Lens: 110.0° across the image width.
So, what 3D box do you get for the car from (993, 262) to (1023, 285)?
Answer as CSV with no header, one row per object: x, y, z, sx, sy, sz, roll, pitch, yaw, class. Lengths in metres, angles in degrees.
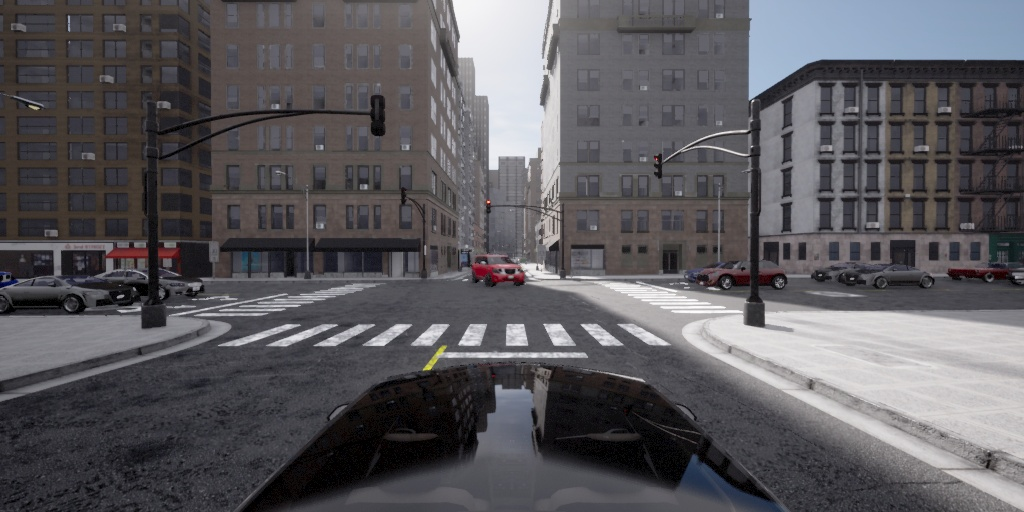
32.389,1.002,21.156,4.902,1.511,2.128,0,1,0,car

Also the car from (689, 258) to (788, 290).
13.349,0.994,21.048,4.553,1.767,2.097,0,1,-1,car

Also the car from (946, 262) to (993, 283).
32.843,1.073,24.408,4.718,1.301,1.895,0,1,0,car

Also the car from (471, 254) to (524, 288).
-1.136,0.911,24.109,2.150,2.045,5.566,-1,0,-23,car

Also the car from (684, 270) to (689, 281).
14.176,1.127,24.324,4.674,1.442,1.812,0,1,0,car

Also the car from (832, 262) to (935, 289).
21.992,1.148,21.115,4.181,1.385,1.994,0,1,-1,car

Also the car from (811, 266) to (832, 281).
22.923,1.106,24.375,4.181,1.385,1.994,0,1,-1,car

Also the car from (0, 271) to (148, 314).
-17.525,1.441,14.215,4.181,1.385,1.994,0,1,0,car

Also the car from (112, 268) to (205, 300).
-17.794,1.335,17.474,4.902,1.511,2.128,0,1,1,car
